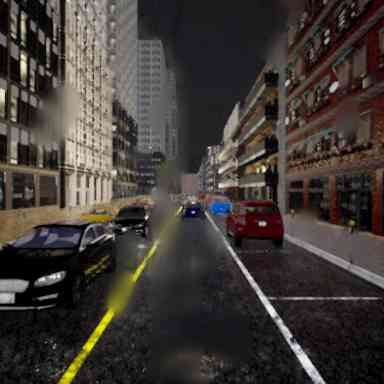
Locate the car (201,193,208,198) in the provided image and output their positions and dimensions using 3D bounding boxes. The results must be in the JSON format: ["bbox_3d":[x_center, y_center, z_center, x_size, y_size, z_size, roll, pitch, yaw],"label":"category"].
[{"bbox_3d":[2.685,1.277,42.818,2.192,1.841,5.009,0,0,0],"label":"car"}]

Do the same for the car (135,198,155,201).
[{"bbox_3d":[-5.695,1.405,37.266,1.967,1.590,4.097,0,0,0],"label":"car"}]

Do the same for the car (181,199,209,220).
[{"bbox_3d":[0.099,1.537,27.930,1.994,1.385,4.181,0,0,0],"label":"car"}]

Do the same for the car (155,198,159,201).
[{"bbox_3d":[-5.695,1.487,42.647,1.752,1.417,4.829,0,0,0],"label":"car"}]

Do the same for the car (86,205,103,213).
[{"bbox_3d":[-5.693,1.504,20.443,1.752,1.417,4.829,0,0,0],"label":"car"}]

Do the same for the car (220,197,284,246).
[{"bbox_3d":[2.687,1.300,15.064,2.192,1.841,5.009,0,0,0],"label":"car"}]

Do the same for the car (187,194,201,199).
[{"bbox_3d":[0.061,1.454,44.669,2.128,1.511,4.902,0,0,0],"label":"car"}]

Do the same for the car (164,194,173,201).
[{"bbox_3d":[-5.698,1.384,81.673,1.967,1.590,4.097,0,0,0],"label":"car"}]

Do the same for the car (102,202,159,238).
[{"bbox_3d":[-3.082,1.488,17.626,1.837,1.490,4.892,0,0,0],"label":"car"}]

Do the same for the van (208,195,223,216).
[{"bbox_3d":[2.686,1.311,31.717,1.690,1.788,3.998,0,0,0],"label":"van"}]

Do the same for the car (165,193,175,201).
[{"bbox_3d":[-5.698,1.257,87.224,2.192,1.841,5.009,0,0,0],"label":"car"}]

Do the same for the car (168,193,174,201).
[{"bbox_3d":[-5.697,1.527,76.123,1.802,1.307,4.206,0,0,0],"label":"car"}]

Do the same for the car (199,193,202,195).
[{"bbox_3d":[2.682,1.257,92.777,2.192,1.841,5.009,0,0,0],"label":"car"}]

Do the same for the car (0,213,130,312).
[{"bbox_3d":[-3.083,1.484,7.915,2.128,1.511,4.902,0,0,0],"label":"car"}]

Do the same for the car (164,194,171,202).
[{"bbox_3d":[-5.696,1.500,65.020,2.008,1.369,4.403,0,0,0],"label":"car"}]

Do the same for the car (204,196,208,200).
[{"bbox_3d":[2.686,1.517,37.267,2.008,1.369,4.403,0,0,0],"label":"car"}]

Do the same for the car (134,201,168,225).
[{"bbox_3d":[-3.002,1.542,23.463,1.994,1.385,4.181,0,0,0],"label":"car"}]

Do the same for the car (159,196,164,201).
[{"bbox_3d":[-5.695,1.509,48.368,2.008,1.369,4.403,0,0,0],"label":"car"}]
